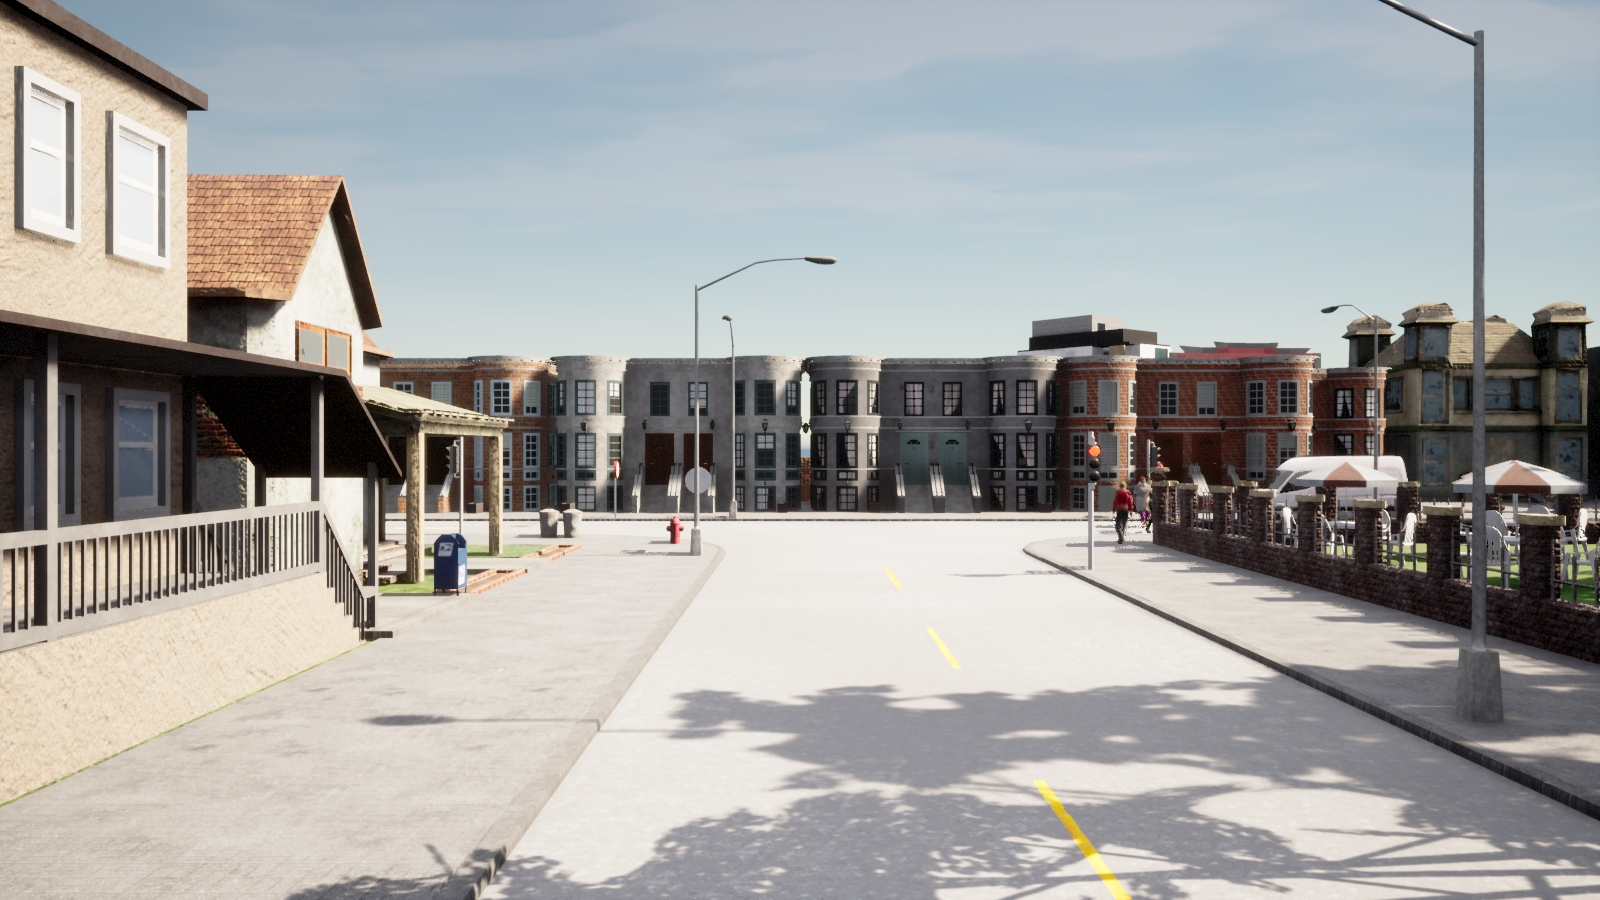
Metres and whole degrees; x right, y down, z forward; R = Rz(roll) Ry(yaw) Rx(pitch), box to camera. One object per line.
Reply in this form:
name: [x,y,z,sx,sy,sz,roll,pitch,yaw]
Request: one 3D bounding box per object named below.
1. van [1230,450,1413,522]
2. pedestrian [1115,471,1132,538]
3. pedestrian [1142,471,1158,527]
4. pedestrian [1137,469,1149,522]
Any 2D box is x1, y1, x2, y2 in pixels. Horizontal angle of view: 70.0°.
van: [19.446,1.311,42.743,5.915,2.561,1.988,-1,0,0]
pedestrian: [9.082,1.516,32.111,0.375,1.860,0.375,0,0,-1]
pedestrian: [11.651,1.629,38.026,0.375,1.860,0.375,0,0,-25]
pedestrian: [12.330,1.629,41.051,0.375,1.860,0.375,0,0,13]
